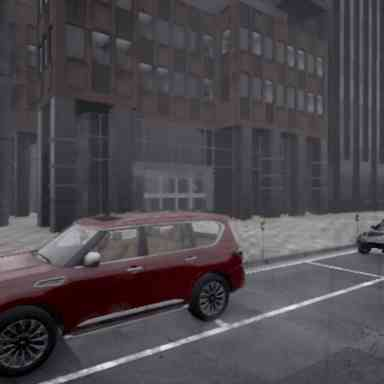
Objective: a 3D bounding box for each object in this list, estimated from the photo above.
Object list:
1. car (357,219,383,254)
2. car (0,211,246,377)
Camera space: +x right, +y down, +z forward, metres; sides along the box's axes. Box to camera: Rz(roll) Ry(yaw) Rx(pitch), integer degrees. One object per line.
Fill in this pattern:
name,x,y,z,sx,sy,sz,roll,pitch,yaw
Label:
car,7.858,1.569,12.227,4.313,1.339,1.947,0,0,-35
car,-1.285,1.315,5.725,5.009,1.841,2.192,0,0,-35
